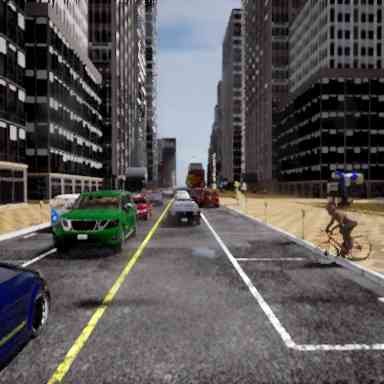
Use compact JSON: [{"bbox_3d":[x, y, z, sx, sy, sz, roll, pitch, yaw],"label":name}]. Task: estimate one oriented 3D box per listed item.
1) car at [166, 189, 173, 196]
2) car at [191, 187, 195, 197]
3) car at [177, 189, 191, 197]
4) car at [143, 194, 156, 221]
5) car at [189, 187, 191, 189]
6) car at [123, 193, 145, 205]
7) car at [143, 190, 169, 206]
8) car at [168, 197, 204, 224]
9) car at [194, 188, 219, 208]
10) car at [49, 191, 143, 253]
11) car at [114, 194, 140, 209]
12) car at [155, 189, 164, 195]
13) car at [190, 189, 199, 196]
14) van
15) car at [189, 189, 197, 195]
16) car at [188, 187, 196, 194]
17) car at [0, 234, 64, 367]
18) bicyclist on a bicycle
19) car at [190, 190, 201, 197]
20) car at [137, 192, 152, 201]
[{"bbox_3d":[-5.208,0.071,73.843,1.812,1.442,4.674,0,1,-2],"label":"car"},{"bbox_3d":[1.341,0.453,45.828,2.192,1.841,5.009,0,1,-2],"label":"car"},{"bbox_3d":[-1.339,0.617,48.572,1.812,1.442,4.674,0,0,-2],"label":"car"},{"bbox_3d":[-3.754,1.098,22.996,1.812,1.442,4.674,0,1,-2],"label":"car"},{"bbox_3d":[1.005,0.245,56.900,2.192,1.841,5.009,0,1,-2],"label":"car"},{"bbox_3d":[-6.868,0.807,40.041,2.008,1.369,4.403,0,1,-2],"label":"car"},{"bbox_3d":[-4.124,0.836,38.152,2.033,1.411,5.357,0,1,-2],"label":"car"},{"bbox_3d":[-0.493,1.211,20.745,1.895,1.301,4.718,0,1,-2],"label":"car"},{"bbox_3d":[1.677,0.661,34.756,2.192,1.841,5.009,0,1,-2],"label":"car"},{"bbox_3d":[-3.459,0.981,13.001,2.150,2.045,5.566,0,1,-2],"label":"car"},{"bbox_3d":[-6.700,0.926,34.506,1.947,1.339,4.313,0,1,-2],"label":"car"},{"bbox_3d":[-8.214,0.006,84.328,1.802,1.307,4.206,0,1,-2],"label":"car"},{"bbox_3d":[0.494,0.140,73.681,1.752,1.417,4.829,0,1,-2],"label":"car"},{"bbox_3d":[-6.194,1.012,17.895,1.690,1.788,3.998,0,1,-2],"label":"van"},{"bbox_3d":[0.163,-0.025,84.583,1.947,1.339,4.313,0,1,-2],"label":"car"},{"bbox_3d":[-0.005,-0.380,90.114,2.192,1.841,5.009,0,1,-2],"label":"car"},{"bbox_3d":[-3.173,1.498,3.566,1.994,1.385,4.181,0,1,-2],"label":"car"},{"bbox_3d":[4.135,1.175,9.255,1.656,1.620,0.582,-10,1,-2],"label":"bicyclist on a bicycle"},{"bbox_3d":[0.667,0.273,67.975,2.008,1.369,4.403,0,1,-2],"label":"car"},{"bbox_3d":[-7.204,0.631,51.114,1.802,1.307,4.206,0,1,-2],"label":"car"}]
